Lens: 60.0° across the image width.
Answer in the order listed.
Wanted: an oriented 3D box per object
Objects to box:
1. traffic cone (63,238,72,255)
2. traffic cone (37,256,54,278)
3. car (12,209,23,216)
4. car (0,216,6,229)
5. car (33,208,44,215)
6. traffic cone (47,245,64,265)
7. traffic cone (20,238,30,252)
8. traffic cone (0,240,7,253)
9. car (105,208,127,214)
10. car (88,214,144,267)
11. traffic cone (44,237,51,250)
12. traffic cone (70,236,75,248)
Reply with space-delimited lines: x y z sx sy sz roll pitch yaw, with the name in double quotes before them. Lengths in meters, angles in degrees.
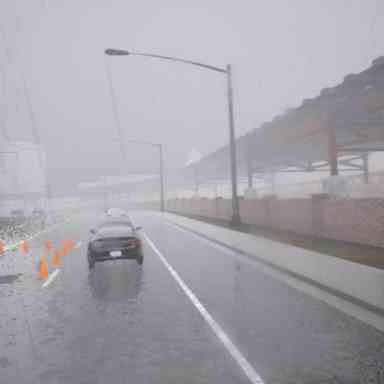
"traffic cone" -5.321 2.329 13.872 0.340 0.580 0.340 -2 -1 -13
"traffic cone" -4.438 2.246 9.971 0.340 0.580 0.340 -2 -1 -13
"car" -34.871 4.052 66.387 1.895 1.301 4.718 -1 -3 -31
"car" -17.305 2.532 27.888 2.033 1.411 5.357 -2 -1 -13
"car" -30.395 3.844 65.696 2.033 1.411 5.357 -1 -3 -28
"traffic cone" -4.879 2.287 11.922 0.340 0.580 0.340 -2 -1 -13
"traffic cone" -7.711 2.434 15.380 0.340 0.580 0.340 -2 -1 -13
"traffic cone" -8.685 2.465 15.159 0.340 0.580 0.340 -2 -1 -13
"car" -6.850 2.166 30.148 1.812 1.442 4.674 -2 -1 -13
"car" -2.870 1.794 12.550 1.812 1.442 4.674 -2 -1 -13
"traffic cone" -6.736 2.402 15.601 0.340 0.580 0.340 -2 -1 -13
"traffic cone" -5.762 2.370 15.822 0.340 0.580 0.340 -2 -1 -13
